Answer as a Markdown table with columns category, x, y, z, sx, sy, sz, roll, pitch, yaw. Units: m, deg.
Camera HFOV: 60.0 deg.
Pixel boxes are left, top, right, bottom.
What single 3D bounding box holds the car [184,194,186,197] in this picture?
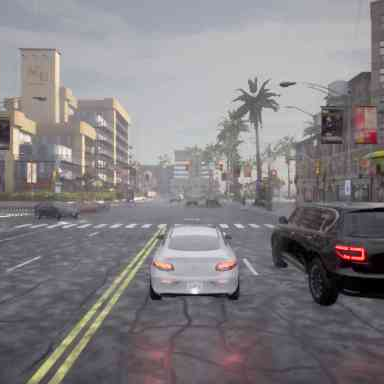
| category | x | y | z | sx | sy | sz | roll | pitch | yaw |
| --- | --- | --- | --- | --- | --- | --- | --- | --- | --- |
| car | -3.600 | 1.225 | 92.229 | 2.150 | 2.045 | 5.566 | 0 | 0 | 0 |

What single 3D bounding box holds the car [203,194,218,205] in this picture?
| category | x | y | z | sx | sy | sz | roll | pitch | yaw |
| --- | --- | --- | --- | --- | --- | --- | --- | --- | --- |
| car | 3.539 | 1.352 | 60.088 | 2.097 | 1.767 | 4.553 | 0 | 0 | 0 |

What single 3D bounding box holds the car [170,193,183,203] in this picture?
| category | x | y | z | sx | sy | sz | roll | pitch | yaw |
| --- | --- | --- | --- | --- | --- | --- | --- | --- | --- |
| car | -3.574 | 1.553 | 71.265 | 1.994 | 1.385 | 4.181 | 0 | 0 | 0 |

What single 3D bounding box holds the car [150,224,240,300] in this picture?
| category | x | y | z | sx | sy | sz | roll | pitch | yaw |
| --- | --- | --- | --- | --- | --- | --- | --- | --- | --- |
| car | 0.061 | 1.526 | 8.289 | 1.812 | 1.442 | 4.674 | 0 | 0 | 0 |

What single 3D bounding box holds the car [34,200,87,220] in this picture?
| category | x | y | z | sx | sy | sz | roll | pitch | yaw |
| --- | --- | --- | --- | --- | --- | --- | --- | --- | --- |
| car | -11.318 | 1.505 | 27.891 | 4.892 | 1.490 | 1.837 | 0 | -2 | 37 |

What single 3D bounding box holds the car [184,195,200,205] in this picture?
| category | x | y | z | sx | sy | sz | roll | pitch | yaw |
| --- | --- | --- | --- | --- | --- | --- | --- | --- | --- |
| car | 0.040 | 1.601 | 58.844 | 1.895 | 1.301 | 4.718 | 0 | 0 | 0 |

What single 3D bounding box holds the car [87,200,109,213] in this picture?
| category | x | y | z | sx | sy | sz | roll | pitch | yaw |
| --- | --- | --- | --- | --- | --- | --- | --- | --- | --- |
| car | -11.192 | 1.564 | 36.009 | 4.181 | 1.385 | 1.994 | 0 | 0 | -17 |

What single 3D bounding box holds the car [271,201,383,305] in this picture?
| category | x | y | z | sx | sy | sz | roll | pitch | yaw |
| --- | --- | --- | --- | --- | --- | --- | --- | --- | --- |
| car | 3.559 | 1.221 | 8.232 | 2.150 | 2.045 | 5.566 | 0 | 0 | 0 |
